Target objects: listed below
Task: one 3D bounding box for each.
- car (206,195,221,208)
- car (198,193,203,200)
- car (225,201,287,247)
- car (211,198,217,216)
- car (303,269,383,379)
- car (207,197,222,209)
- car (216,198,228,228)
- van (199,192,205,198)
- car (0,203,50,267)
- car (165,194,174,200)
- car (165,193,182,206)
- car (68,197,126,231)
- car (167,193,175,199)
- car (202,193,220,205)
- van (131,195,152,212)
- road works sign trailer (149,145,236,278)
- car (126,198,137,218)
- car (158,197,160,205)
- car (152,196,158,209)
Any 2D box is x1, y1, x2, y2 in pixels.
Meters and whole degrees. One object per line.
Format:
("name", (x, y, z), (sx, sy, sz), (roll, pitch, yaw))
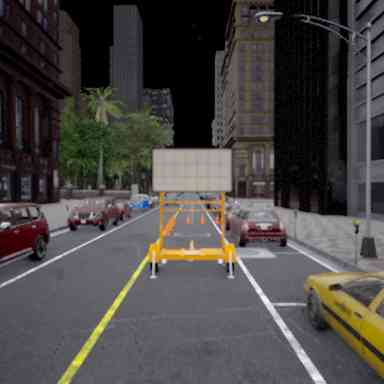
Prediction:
("car", (2.783, 1.370, 36.554), (1.752, 1.417, 4.829), (0, 0, 0))
("car", (2.812, 1.220, 79.096), (1.947, 1.339, 4.313), (0, 0, 0))
("car", (2.768, 1.374, 14.683), (1.967, 1.590, 4.097), (0, 0, 0))
("car", (2.775, 1.434, 25.534), (1.887, 1.381, 4.507), (0, 0, 0))
("car", (2.762, 1.506, 4.004), (1.752, 1.417, 4.829), (0, 0, 0))
("car", (2.779, 1.418, 30.958), (2.008, 1.369, 4.403), (0, 0, 0))
("car", (2.772, 1.351, 20.108), (1.967, 1.590, 4.097), (0, 0, 0))
("van", (2.822, 0.917, 95.356), (1.690, 1.788, 3.998), (0, 0, 0))
("car", (-5.761, 1.273, 9.273), (2.192, 1.841, 5.009), (0, 0, 0))
("car", (-5.710, 1.179, 84.542), (2.008, 1.369, 4.403), (0, 0, 0))
("car", (-3.000, 1.293, 50.226), (1.837, 1.490, 4.892), (0, 0, 1))
("car", (-5.754, 1.226, 20.125), (2.192, 1.841, 5.009), (0, 0, 0))
("car", (-5.707, 1.043, 89.961), (1.967, 1.590, 4.097), (0, 0, 0))
("car", (2.786, 1.137, 41.808), (2.192, 1.841, 5.009), (0, 0, 0))
("van", (-5.743, 1.186, 36.403), (1.690, 1.788, 3.998), (0, 0, 0))
("road works sign trailer", (0.006, 0.419, 9.955), (2.380, 3.560, 2.880), (0, 0, 0))
("car", (-5.749, 1.434, 25.552), (1.887, 1.381, 4.507), (0, 0, 0))
("car", (-5.731, 1.358, 52.683), (1.802, 1.307, 4.206), (0, 0, 0))
("car", (-5.739, 1.263, 41.830), (1.967, 1.590, 4.097), (0, 0, 0))
